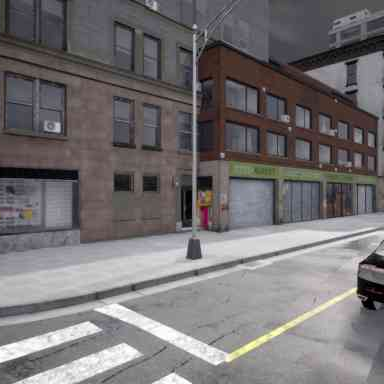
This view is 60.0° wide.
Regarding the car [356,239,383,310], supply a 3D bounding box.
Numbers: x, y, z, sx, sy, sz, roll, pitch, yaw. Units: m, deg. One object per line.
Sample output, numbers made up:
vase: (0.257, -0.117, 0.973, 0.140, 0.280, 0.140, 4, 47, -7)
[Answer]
car: (5.017, 1.497, 6.800, 4.902, 1.511, 2.128, 0, 0, -44)
